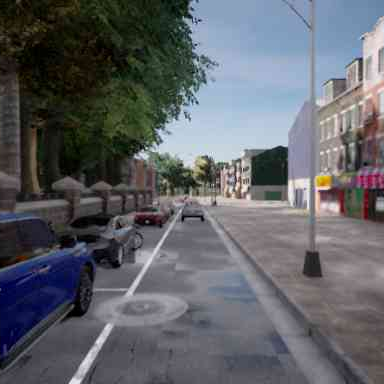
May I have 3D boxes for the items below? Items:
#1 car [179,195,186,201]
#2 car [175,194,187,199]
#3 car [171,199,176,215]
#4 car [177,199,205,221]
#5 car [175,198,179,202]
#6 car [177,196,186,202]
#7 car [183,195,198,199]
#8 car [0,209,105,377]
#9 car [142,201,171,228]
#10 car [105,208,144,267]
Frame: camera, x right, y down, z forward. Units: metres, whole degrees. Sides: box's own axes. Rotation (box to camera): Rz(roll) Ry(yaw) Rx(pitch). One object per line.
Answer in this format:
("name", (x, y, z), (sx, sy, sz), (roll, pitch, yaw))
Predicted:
("car", (-2.633, 1.652, 93.299), (1.887, 1.381, 4.507), (-1, 0, 0))
("car", (-2.636, 1.488, 71.561), (1.967, 1.590, 4.097), (-1, 0, 0))
("car", (-2.640, 1.534, 27.551), (2.008, 1.369, 4.403), (-1, 0, 0))
("car", (0.057, 1.530, 27.144), (2.033, 1.411, 5.357), (0, 0, 0))
("car", (-2.639, 1.551, 33.240), (1.947, 1.339, 4.313), (-1, 0, 0))
("car", (-2.633, 1.642, 82.429), (1.947, 1.339, 4.313), (-1, 0, 0))
("car", (0.080, 1.474, 44.629), (1.882, 1.535, 5.008), (0, 0, 0))
("car", (-2.980, 1.223, 4.299), (2.150, 2.045, 5.566), (0, 0, 0))
("car", (-2.640, 1.527, 21.862), (1.887, 1.381, 4.507), (0, 0, 0))
("car", (-3.018, 1.492, 11.271), (1.837, 1.490, 4.892), (0, 0, 0))
